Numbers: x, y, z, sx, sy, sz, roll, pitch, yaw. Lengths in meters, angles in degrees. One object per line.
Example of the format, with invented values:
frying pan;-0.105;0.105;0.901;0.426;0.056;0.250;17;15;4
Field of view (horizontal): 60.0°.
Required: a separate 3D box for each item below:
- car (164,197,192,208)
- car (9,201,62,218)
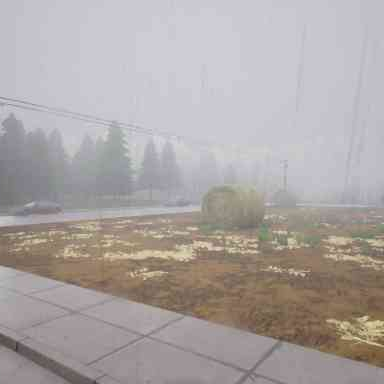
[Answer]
car;-2.006;1.533;47.620;1.837;1.490;4.892;0;0;37
car;-14.411;1.552;30.938;1.812;1.442;4.674;0;0;37
